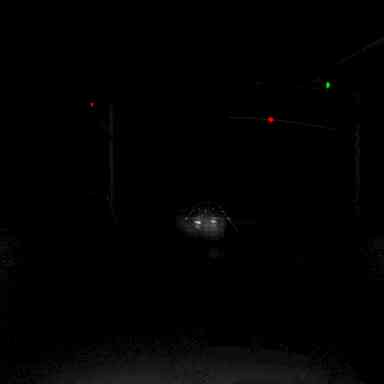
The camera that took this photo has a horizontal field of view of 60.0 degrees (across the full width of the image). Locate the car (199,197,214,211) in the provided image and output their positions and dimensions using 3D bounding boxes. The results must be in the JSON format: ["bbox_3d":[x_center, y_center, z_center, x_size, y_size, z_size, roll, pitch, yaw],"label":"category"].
[{"bbox_3d":[1.842,1.470,41.973,1.837,1.490,4.892,0,0,3],"label":"car"}]

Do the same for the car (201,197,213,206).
[{"bbox_3d":[2.422,1.565,53.874,1.895,1.301,4.718,0,0,3],"label":"car"}]

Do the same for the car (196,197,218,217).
[{"bbox_3d":[1.353,1.491,31.549,1.812,1.442,4.674,0,0,3],"label":"car"}]
